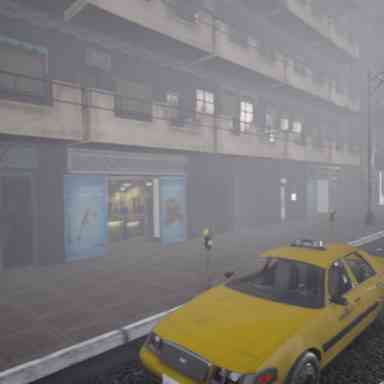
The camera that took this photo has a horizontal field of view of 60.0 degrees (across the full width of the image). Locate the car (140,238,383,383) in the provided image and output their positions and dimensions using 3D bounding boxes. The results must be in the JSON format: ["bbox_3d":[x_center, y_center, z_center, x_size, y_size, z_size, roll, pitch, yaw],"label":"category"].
[{"bbox_3d":[1.527,1.391,4.719,1.752,1.417,4.829,1,2,45],"label":"car"}]
